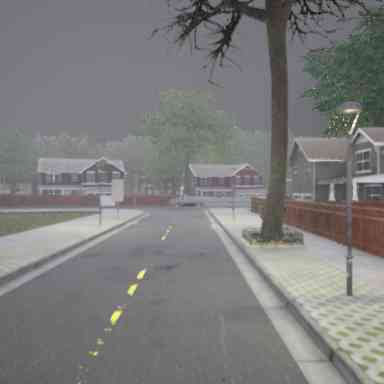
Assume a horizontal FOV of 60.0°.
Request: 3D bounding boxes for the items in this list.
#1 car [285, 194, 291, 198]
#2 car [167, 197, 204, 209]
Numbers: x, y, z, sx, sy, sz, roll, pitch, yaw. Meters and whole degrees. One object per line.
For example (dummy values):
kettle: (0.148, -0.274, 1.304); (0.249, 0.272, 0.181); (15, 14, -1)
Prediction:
car: (14.431, 1.338, 49.097); (5.566, 2.045, 2.150); (1, 0, -20)
car: (-0.801, 1.447, 43.552); (4.902, 1.511, 2.128); (1, 0, -20)
